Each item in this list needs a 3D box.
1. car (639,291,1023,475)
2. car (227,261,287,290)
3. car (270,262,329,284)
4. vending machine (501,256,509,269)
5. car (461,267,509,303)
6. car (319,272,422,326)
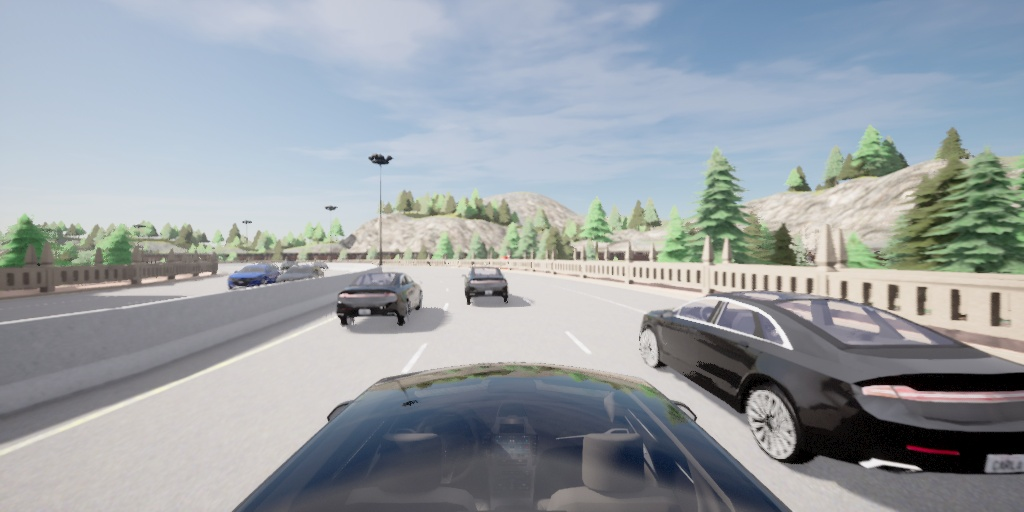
[{"bbox_3d":[3.370,1.225,4.912,2.128,1.511,4.902,0,0,-2],"label":"car"},{"bbox_3d":[-17.441,1.364,24.551,1.882,1.535,5.008,0,0,-16],"label":"car"},{"bbox_3d":[-13.482,1.360,23.170,1.837,1.490,4.892,0,0,-14],"label":"car"},{"bbox_3d":[-0.959,1.020,52.484,1.100,2.100,0.880,0,0,-27],"label":"vending machine"},{"bbox_3d":[-1.302,1.259,16.784,2.128,1.511,4.902,0,0,-9],"label":"car"},{"bbox_3d":[-4.158,1.269,11.884,2.128,1.511,4.902,0,0,-6],"label":"car"}]
